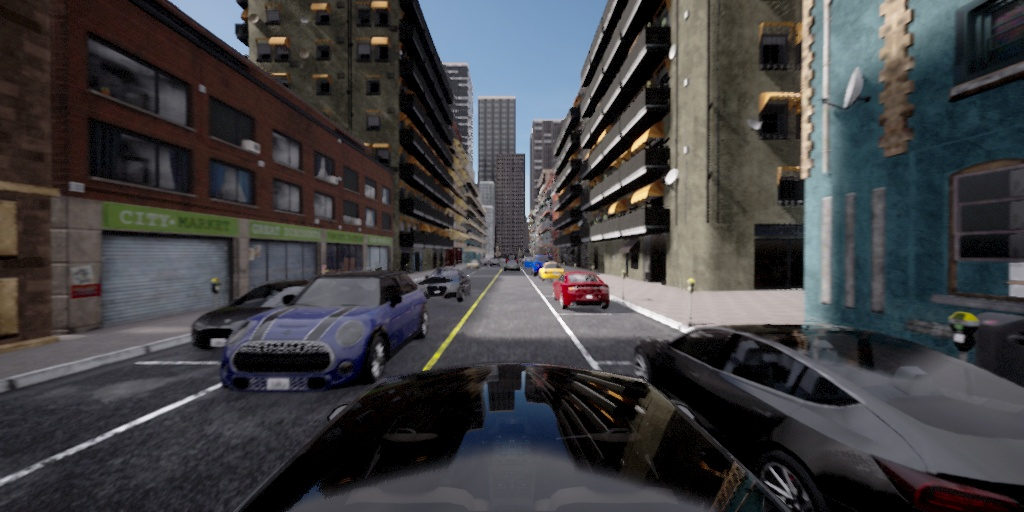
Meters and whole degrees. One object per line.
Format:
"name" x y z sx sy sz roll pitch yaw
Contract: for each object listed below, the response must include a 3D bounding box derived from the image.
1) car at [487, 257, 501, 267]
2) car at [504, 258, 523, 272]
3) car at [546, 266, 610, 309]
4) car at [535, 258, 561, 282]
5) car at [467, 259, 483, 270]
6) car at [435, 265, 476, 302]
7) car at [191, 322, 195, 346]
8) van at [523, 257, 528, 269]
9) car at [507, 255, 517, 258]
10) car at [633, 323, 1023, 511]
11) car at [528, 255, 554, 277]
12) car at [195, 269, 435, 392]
"car" -3.025 1.224 64.391 1.837 1.490 4.892 0 0 0
"car" -0.004 1.260 45.242 1.994 1.385 4.181 0 0 0
"car" 2.688 1.284 14.677 1.888 1.381 4.507 0 0 0
"car" 3.148 1.186 28.863 1.801 1.575 5.366 0 0 0
"car" -5.697 1.242 53.183 1.751 1.417 4.829 0 0 0
"car" -3.080 1.301 16.926 1.994 1.385 4.181 0 0 1
"car" -5.693 1.309 9.165 1.948 1.339 4.313 0 0 0
"van" 2.685 1.058 53.341 1.690 1.789 3.998 0 0 0
"car" 0.004 0.888 58.899 2.150 2.045 5.566 0 0 0
"car" 2.689 1.314 3.630 1.948 1.339 4.313 0 0 0
"car" 3.104 0.953 35.703 2.150 2.045 5.566 0 0 0
"car" -3.097 1.097 6.998 2.097 1.767 4.553 0 0 0
